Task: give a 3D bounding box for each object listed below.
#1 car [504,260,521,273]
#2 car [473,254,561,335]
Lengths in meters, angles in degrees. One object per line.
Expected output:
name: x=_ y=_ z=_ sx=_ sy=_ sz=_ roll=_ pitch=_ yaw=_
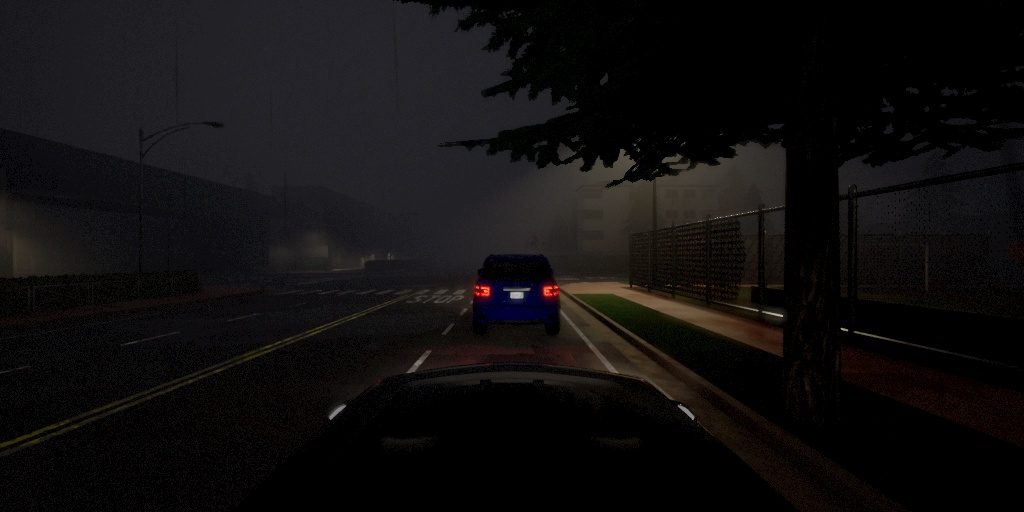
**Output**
car: x=0.025 y=1.242 z=45.576 sx=2.128 sy=1.511 sz=4.902 roll=0 pitch=0 yaw=0
car: x=0.115 y=0.972 z=10.701 sx=2.150 sy=2.045 sz=5.566 roll=0 pitch=0 yaw=0
